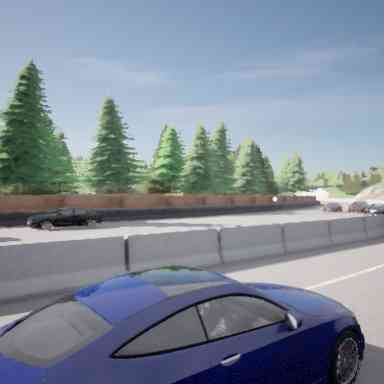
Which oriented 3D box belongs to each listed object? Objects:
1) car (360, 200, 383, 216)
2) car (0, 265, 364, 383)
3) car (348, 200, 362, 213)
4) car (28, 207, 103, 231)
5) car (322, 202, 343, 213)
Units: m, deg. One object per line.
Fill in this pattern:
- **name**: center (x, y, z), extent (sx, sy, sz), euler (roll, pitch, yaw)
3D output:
- **car**: center (21.464, 2.000, 38.368), extent (2.128, 1.511, 4.902), euler (-1, -1, 41)
- **car**: center (0.019, 1.580, 3.632), extent (4.674, 1.442, 1.812), euler (1, -1, -37)
- **car**: center (22.987, 1.958, 45.704), extent (2.097, 1.767, 4.553), euler (-1, -1, 38)
- **car**: center (-8.903, 1.825, 23.621), extent (5.008, 1.535, 1.882), euler (0, -1, -38)
- **car**: center (20.455, 2.182, 48.134), extent (1.812, 1.442, 4.674), euler (-1, -1, 37)
